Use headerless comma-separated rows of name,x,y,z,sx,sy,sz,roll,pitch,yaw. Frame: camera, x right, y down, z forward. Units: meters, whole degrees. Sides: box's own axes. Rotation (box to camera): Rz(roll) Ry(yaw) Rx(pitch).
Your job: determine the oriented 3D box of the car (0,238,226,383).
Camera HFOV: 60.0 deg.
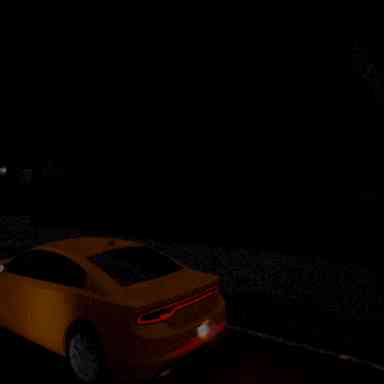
car,-1.855,1.496,5.426,5.008,1.535,1.882,0,0,36
